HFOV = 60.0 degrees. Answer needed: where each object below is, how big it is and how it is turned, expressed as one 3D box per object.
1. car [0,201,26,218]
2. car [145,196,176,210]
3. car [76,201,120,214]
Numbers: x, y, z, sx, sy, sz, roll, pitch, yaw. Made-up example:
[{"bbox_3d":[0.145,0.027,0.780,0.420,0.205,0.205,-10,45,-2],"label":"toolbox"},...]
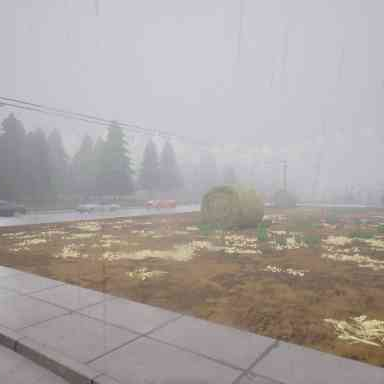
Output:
[{"bbox_3d":[-16.616,1.533,28.031,1.837,1.490,4.892,0,0,37],"label":"car"},{"bbox_3d":[-4.213,1.379,44.728,2.097,1.767,4.553,0,0,37],"label":"car"},{"bbox_3d":[-10.308,1.628,36.535,1.895,1.301,4.718,0,0,37],"label":"car"}]
